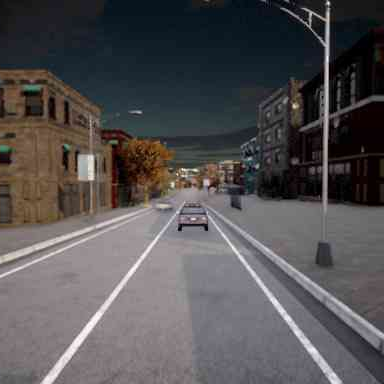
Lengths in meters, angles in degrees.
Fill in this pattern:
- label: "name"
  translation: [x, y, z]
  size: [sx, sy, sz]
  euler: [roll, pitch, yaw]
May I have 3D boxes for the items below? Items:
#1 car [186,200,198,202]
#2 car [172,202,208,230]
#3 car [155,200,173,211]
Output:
- label: "car"
  translation: [0.021, 1.666, 42.842]
  size: [1.895, 1.301, 4.718]
  euler: [0, 0, 0]
- label: "car"
  translation: [0.066, 1.561, 21.010]
  size: [2.033, 1.411, 5.357]
  euler: [0, 0, 0]
- label: "car"
  translation: [-3.352, 1.664, 40.690]
  size: [1.895, 1.301, 4.718]
  euler: [0, 0, 0]
